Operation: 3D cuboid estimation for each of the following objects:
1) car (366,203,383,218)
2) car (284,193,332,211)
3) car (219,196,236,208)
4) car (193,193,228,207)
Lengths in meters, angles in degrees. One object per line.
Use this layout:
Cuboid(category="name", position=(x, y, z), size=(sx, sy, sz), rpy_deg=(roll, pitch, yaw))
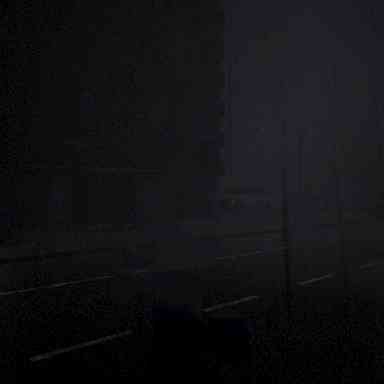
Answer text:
Cuboid(category="car", position=(17.765, 1.514, 28.136), size=(2.033, 1.411, 5.357), rpy_deg=(0, 1, -37))
Cuboid(category="car", position=(13.580, 1.165, 39.372), size=(2.150, 2.045, 5.566), rpy_deg=(0, 0, -37))
Cuboid(category="car", position=(4.728, 1.297, 44.931), size=(2.097, 1.767, 4.553), rpy_deg=(0, 0, -40))
Cuboid(category="car", position=(2.851, 1.170, 52.332), size=(5.566, 2.045, 2.150), rpy_deg=(-1, -1, 44))
